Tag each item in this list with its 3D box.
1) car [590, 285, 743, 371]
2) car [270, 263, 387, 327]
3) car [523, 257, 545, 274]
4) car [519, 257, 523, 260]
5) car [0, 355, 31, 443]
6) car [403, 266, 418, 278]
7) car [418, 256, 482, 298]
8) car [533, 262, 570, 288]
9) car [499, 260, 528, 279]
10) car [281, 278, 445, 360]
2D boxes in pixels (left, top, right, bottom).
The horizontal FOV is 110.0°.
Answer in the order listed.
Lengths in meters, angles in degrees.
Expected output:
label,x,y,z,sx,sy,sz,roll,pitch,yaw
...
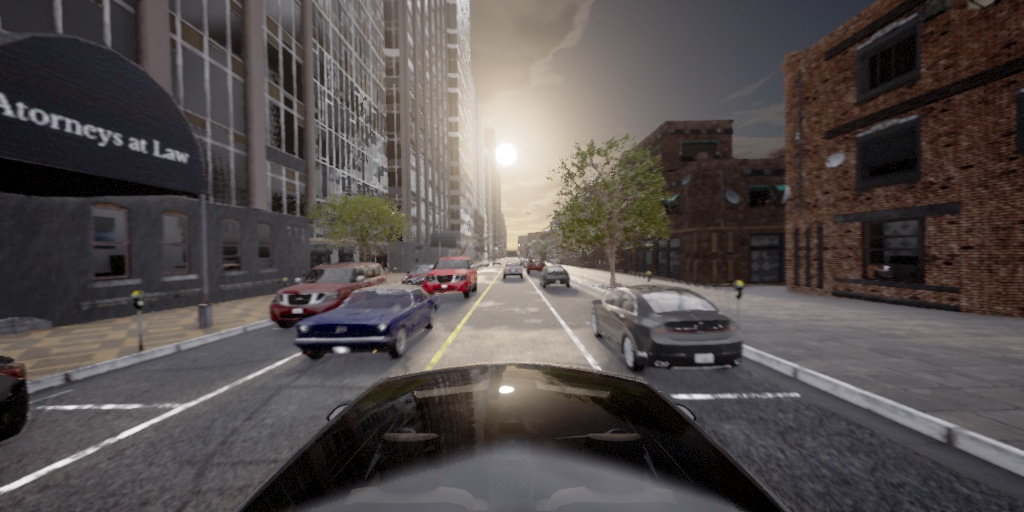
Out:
label,x,y,z,sx,sy,sz,roll,pitch,yaw
car,2.818,1.257,7.406,2.007,1.370,4.403,0,0,0
car,-5.791,1.176,12.224,2.192,1.841,5.009,0,0,0
car,2.698,1.062,40.613,2.192,1.841,5.009,0,0,0
car,0.096,1.277,47.377,1.882,1.535,5.008,-1,0,0
car,-5.822,1.415,1.882,1.948,1.339,4.313,0,0,0
car,-5.698,1.312,23.293,1.967,1.591,4.097,0,0,0
car,-3.109,1.044,19.350,2.150,2.045,5.566,-1,0,0
car,2.705,1.278,23.274,2.007,1.370,4.403,0,0,0
car,0.097,1.331,33.225,2.033,1.411,5.357,-1,0,0
car,-3.111,1.411,8.750,1.895,1.301,4.718,-1,0,0
